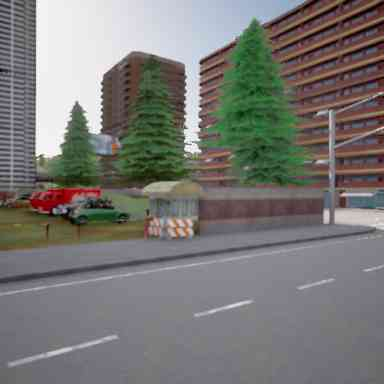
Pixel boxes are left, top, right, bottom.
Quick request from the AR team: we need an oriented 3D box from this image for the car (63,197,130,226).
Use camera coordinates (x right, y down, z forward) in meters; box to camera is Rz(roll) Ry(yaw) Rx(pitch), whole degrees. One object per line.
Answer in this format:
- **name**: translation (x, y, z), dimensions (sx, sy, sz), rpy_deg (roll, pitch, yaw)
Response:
- **car**: translation (-6.194, 1.363, 22.400), dimensions (3.988, 1.617, 1.851), rpy_deg (0, 0, -35)

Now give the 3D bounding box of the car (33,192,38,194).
- **car**: translation (-24.613, 1.225, 47.501), dimensions (3.866, 1.878, 1.905), rpy_deg (0, 0, -35)

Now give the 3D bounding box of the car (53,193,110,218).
- **car**: translation (-8.227, 1.197, 26.446), dimensions (4.605, 1.855, 1.932), rpy_deg (0, 0, -35)

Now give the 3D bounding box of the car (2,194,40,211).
- **car**: translation (-23.329, 1.414, 44.981), dimensions (4.193, 1.474, 1.816), rpy_deg (0, 0, -35)
